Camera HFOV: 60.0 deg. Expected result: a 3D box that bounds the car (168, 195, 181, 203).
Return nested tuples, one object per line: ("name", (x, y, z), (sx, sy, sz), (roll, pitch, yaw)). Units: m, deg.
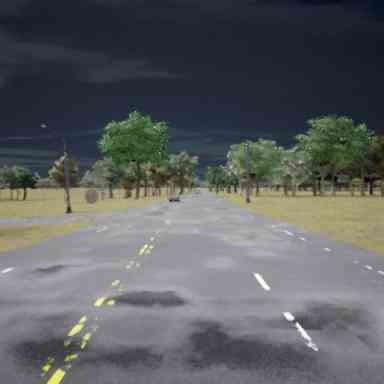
("car", (-3.008, 1.227, 58.295), (2.033, 1.411, 5.357), (0, 1, 2))
